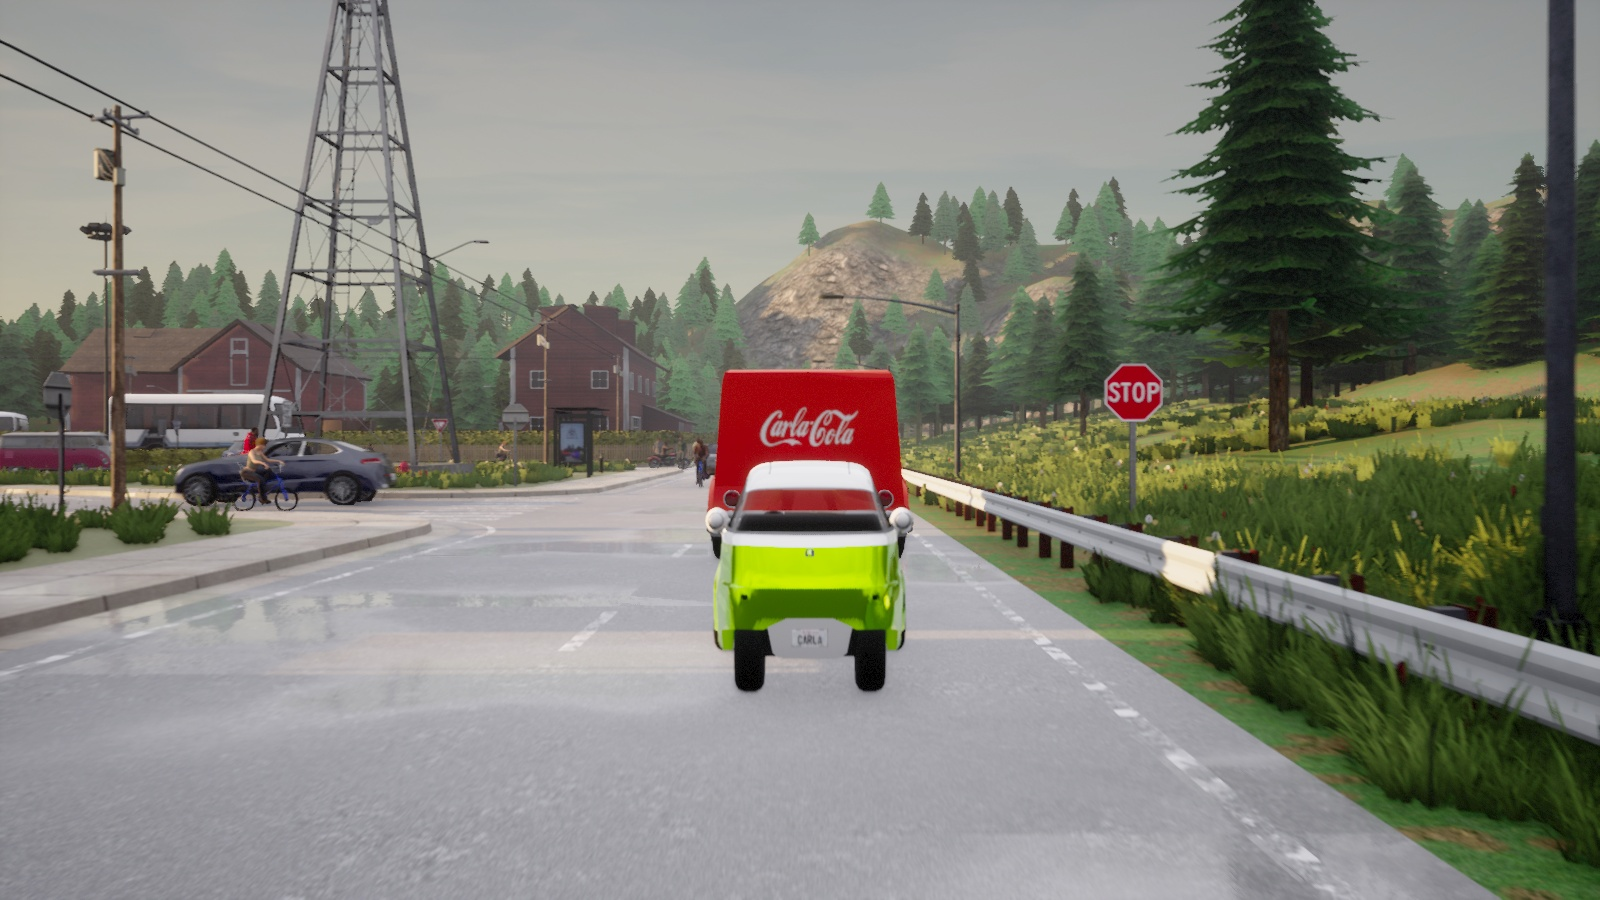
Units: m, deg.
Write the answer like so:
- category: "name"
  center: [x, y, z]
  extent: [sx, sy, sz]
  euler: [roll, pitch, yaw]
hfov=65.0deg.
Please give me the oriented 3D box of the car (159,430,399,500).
- category: "car"
  center: [-12.623, 0.342, 30.718]
  extent: [5.027, 1.651, 2.152]
  euler: [0, 0, -7]

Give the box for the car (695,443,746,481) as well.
- category: "car"
  center: [-3.194, 0.469, 51.141]
  extent: [1.845, 1.501, 3.633]
  euler: [0, 0, 0]

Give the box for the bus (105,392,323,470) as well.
- category: "bus"
  center: [-32.544, -1.051, 70.100]
  extent: [10.273, 4.253, 3.944]
  euler: [0, 0, 0]

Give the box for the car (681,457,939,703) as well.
- category: "car"
  center: [0.063, 0.754, 8.334]
  extent: [1.481, 1.376, 2.207]
  euler: [0, 1, 0]

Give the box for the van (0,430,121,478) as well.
- category: "van"
  center: [-31.430, 0.175, 53.121]
  extent: [4.442, 1.987, 1.775]
  euler: [0, 0, -7]

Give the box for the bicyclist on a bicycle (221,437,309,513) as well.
- category: "bicyclist on a bicycle"
  center: [-11.545, 0.521, 27.153]
  extent: [1.509, 1.612, 0.866]
  euler: [0, 1, 5]

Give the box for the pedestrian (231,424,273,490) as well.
- category: "pedestrian"
  center: [-15.297, 0.192, 35.063]
  extent: [0.899, 1.844, 0.634]
  euler: [0, 0, 0]

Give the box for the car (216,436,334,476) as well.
- category: "car"
  center: [-24.042, 0.261, 57.605]
  extent: [2.097, 1.767, 4.553]
  euler: [0, 0, 43]

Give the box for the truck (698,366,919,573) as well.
- category: "truck"
  center: [0.115, 0.174, 17.536]
  extent: [2.627, 2.467, 5.204]
  euler: [0, 1, 0]

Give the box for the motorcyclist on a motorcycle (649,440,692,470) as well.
- category: "motorcyclist on a motorcycle"
  center: [-7.261, 0.295, 70.299]
  extent: [2.350, 1.649, 0.766]
  euler: [0, 0, -6]

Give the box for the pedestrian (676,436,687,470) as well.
- category: "pedestrian"
  center: [-6.435, 0.148, 68.293]
  extent: [0.353, 1.847, 0.614]
  euler: [0, 0, 17]
